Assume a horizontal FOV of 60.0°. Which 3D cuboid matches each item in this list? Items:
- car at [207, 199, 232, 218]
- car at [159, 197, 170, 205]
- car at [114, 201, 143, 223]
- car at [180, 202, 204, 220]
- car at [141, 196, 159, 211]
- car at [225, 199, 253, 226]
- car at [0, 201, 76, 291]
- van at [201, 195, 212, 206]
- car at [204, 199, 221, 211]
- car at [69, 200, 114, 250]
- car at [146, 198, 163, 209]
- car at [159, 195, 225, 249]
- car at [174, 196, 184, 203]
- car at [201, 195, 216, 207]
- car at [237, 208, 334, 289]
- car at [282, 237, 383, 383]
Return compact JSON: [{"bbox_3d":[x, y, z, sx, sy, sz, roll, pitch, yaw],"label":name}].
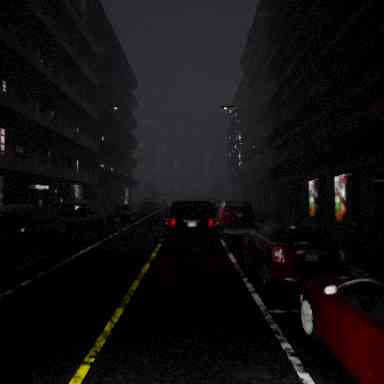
[{"bbox_3d":[2.550,1.482,31.270,1.967,1.590,4.097,1,0,0],"label":"car"},{"bbox_3d":[-5.301,1.732,64.512,1.802,1.307,4.206,1,0,0],"label":"car"},{"bbox_3d":[-5.298,1.596,25.798,1.947,1.339,4.313,1,0,0],"label":"car"},{"bbox_3d":[0.000,1.612,29.659,1.994,1.385,4.181,0,0,0],"label":"car"},{"bbox_3d":[-5.293,1.385,42.388,2.192,1.841,5.009,1,0,0],"label":"car"},{"bbox_3d":[2.554,1.336,20.207,2.192,1.841,5.009,1,0,0],"label":"car"},{"bbox_3d":[-5.291,1.323,9.205,2.192,1.841,5.009,1,0,0],"label":"car"},{"bbox_3d":[2.551,1.468,58.927,1.690,1.788,3.998,1,0,0],"label":"van"},{"bbox_3d":[2.547,1.652,42.332,1.802,1.307,4.206,1,0,0],"label":"car"},{"bbox_3d":[-5.291,1.329,14.735,2.192,1.841,5.009,1,0,0],"label":"car"},{"bbox_3d":[-5.299,1.632,47.919,1.887,1.381,4.507,1,0,0],"label":"car"},{"bbox_3d":[0.000,1.273,14.687,2.150,2.045,5.566,0,0,0],"label":"car"},{"bbox_3d":[-2.751,1.571,70.939,1.837,1.490,4.892,0,0,0],"label":"car"},{"bbox_3d":[2.552,1.421,53.396,2.192,1.841,5.009,1,0,0],"label":"car"},{"bbox_3d":[2.593,1.448,9.145,1.967,1.590,4.097,1,0,0],"label":"car"},{"bbox_3d":[2.584,1.547,3.613,1.887,1.381,4.507,1,0,0],"label":"car"}]
